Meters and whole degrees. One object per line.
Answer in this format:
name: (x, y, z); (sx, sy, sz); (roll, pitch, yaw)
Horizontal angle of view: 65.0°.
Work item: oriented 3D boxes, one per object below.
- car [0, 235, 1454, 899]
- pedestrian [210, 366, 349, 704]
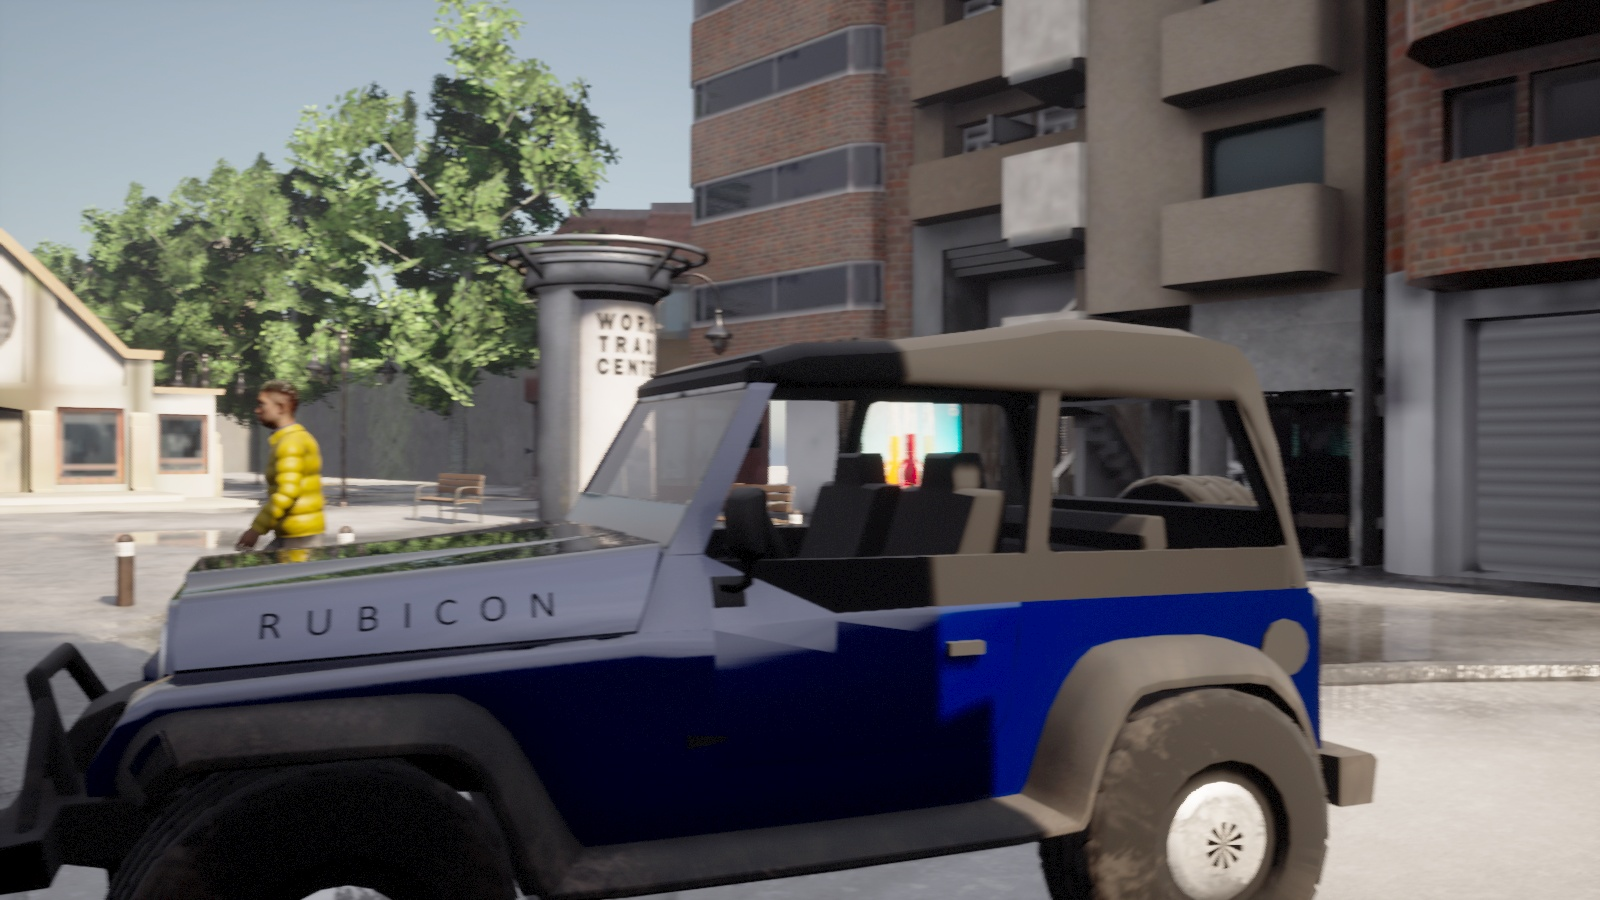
car: (-0.205, 0.543, 3.881); (3.866, 1.878, 1.905); (0, 0, -22)
pedestrian: (-2.964, 0.461, 7.164); (0.709, 1.840, 0.431); (0, 0, -23)
